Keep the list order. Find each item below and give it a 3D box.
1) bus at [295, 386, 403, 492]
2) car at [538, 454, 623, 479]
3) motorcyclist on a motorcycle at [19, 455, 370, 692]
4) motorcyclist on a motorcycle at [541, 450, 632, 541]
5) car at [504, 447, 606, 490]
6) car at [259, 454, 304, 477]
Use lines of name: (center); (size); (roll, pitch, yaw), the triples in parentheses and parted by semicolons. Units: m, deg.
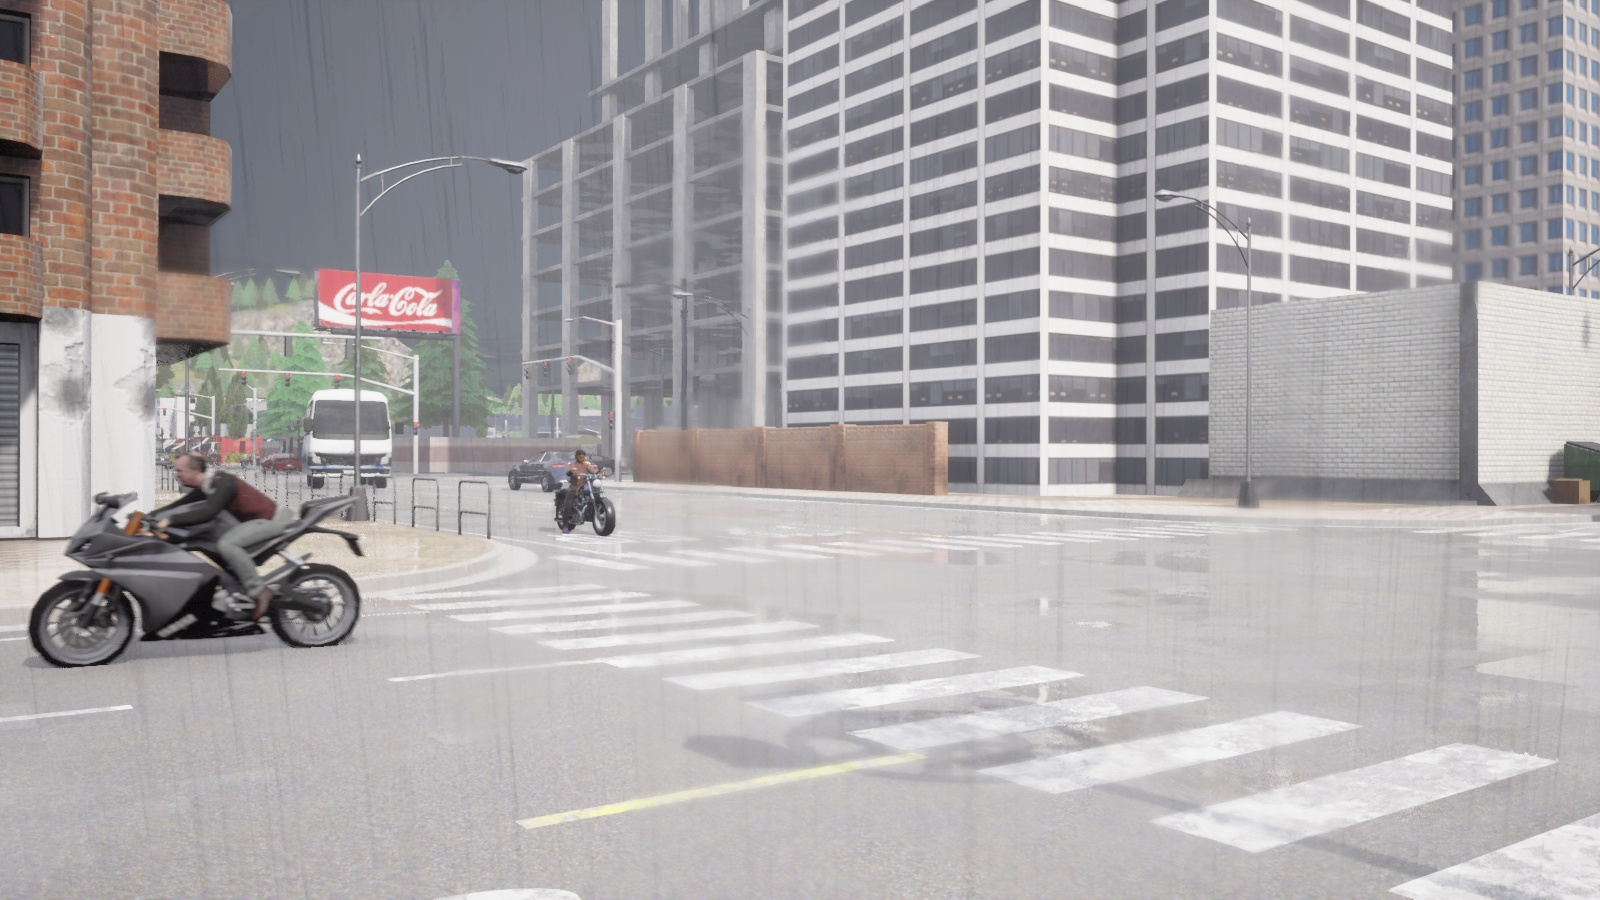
bus: (-20.160, -0.397, 55.662); (3.944, 4.253, 10.273); (1, 0, -23)
car: (-13.926, 1.003, 79.919); (5.008, 1.535, 1.882); (0, 0, -35)
motorcyclist on a motorcycle: (-4.373, 0.810, 9.150); (2.191, 1.530, 0.866); (0, 0, -35)
motorcyclist on a motorcycle: (-4.087, 0.818, 23.884); (0.766, 1.649, 2.350); (0, 0, -35)
car: (-9.902, 0.723, 50.491); (2.152, 1.651, 5.027); (0, 0, -35)
car: (-36.625, 1.072, 88.638); (1.882, 1.535, 5.008); (0, 0, -35)
